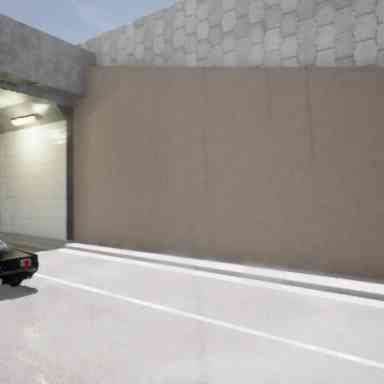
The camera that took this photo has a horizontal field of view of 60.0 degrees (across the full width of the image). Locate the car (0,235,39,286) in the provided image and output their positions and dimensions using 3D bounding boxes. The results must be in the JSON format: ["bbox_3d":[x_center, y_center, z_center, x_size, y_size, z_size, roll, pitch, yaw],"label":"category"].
[{"bbox_3d":[-5.883,1.610,8.191,4.718,1.301,1.895,0,0,36],"label":"car"}]
